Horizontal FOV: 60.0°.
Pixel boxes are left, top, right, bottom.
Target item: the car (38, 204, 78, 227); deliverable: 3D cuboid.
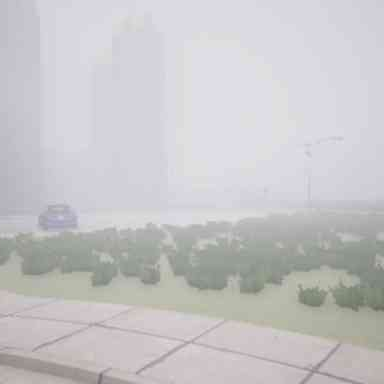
[{"bbox_3d":[-9.299,1.674,22.917,2.242,1.667,4.611,0,0,-29],"label":"car"}]
